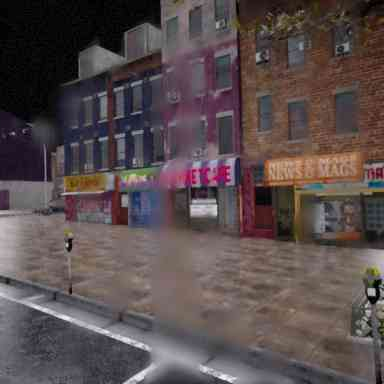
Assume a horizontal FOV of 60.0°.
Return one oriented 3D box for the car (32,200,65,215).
[{"bbox_3d":[-14.205,1.576,34.963,1.837,1.490,4.892,-2,-1,36],"label":"car"}]
